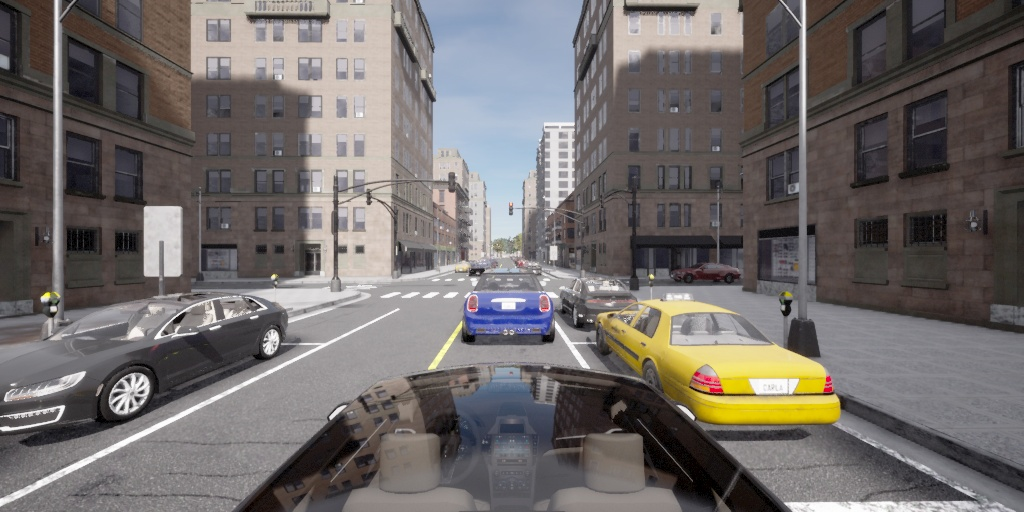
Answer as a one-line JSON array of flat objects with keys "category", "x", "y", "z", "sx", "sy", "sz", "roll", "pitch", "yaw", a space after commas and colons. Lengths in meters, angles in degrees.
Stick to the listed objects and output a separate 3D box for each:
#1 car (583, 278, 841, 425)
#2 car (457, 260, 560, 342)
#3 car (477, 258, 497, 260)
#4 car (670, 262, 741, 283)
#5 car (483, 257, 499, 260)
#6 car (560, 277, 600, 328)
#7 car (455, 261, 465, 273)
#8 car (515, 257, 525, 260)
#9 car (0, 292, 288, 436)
[{"category": "car", "x": 2.602, "y": 1.275, "z": 5.914, "sx": 1.751, "sy": 1.417, "sz": 4.829, "roll": 0, "pitch": 0, "yaw": -1}, {"category": "car", "x": -0.084, "y": 1.102, "z": 9.905, "sx": 2.097, "sy": 1.767, "sz": 4.553, "roll": 0, "pitch": 0, "yaw": 0}, {"category": "car", "x": -3.378, "y": 1.294, "z": 46.285, "sx": 2.033, "sy": 1.411, "sz": 5.357, "roll": 0, "pitch": 0, "yaw": 0}, {"category": "car", "x": 13.931, "y": 1.186, "z": 25.926, "sx": 4.674, "sy": 1.442, "sz": 1.812, "roll": 0, "pitch": 0, "yaw": 1}, {"category": "car", "x": -3.493, "y": 1.308, "z": 56.291, "sx": 1.994, "sy": 1.385, "sz": 4.181, "roll": 0, "pitch": 0, "yaw": -1}, {"category": "car", "x": 2.534, "y": 1.300, "z": 11.150, "sx": 2.007, "sy": 1.370, "sz": 4.403, "roll": 0, "pitch": 0, "yaw": -1}, {"category": "car", "x": -5.887, "y": 1.272, "z": 43.436, "sx": 1.751, "sy": 1.417, "sz": 4.829, "roll": 0, "pitch": 0, "yaw": -1}, {"category": "car", "x": 1.928, "y": 1.183, "z": 60.749, "sx": 1.967, "sy": 1.591, "sz": 4.097, "roll": 0, "pitch": 0, "yaw": -1}, {"category": "car", "x": -5.429, "y": 1.300, "z": 5.646, "sx": 2.007, "sy": 1.370, "sz": 4.403, "roll": 0, "pitch": 0, "yaw": -1}]
